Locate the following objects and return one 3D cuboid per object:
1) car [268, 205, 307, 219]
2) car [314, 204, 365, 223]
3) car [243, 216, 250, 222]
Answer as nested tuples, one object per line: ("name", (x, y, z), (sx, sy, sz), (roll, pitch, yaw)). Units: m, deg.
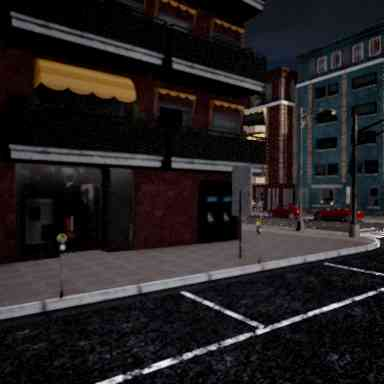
("car", (9.728, 2.014, 34.059), (1.802, 1.307, 4.206), (0, -1, -35))
("car", (12.912, 1.804, 29.517), (1.967, 1.590, 4.097), (0, -1, -35))
("car", (3.279, 1.812, 29.521), (1.967, 1.590, 4.097), (0, -1, -35))
